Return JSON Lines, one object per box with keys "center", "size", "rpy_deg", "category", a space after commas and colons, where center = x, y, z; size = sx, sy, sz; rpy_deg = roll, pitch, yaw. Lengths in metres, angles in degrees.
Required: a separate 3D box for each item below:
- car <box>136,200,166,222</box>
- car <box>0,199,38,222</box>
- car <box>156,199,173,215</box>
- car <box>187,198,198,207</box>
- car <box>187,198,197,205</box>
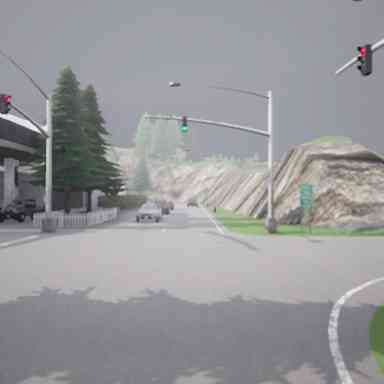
{"center": [-3.594, 1.718, 28.467], "size": [1.812, 1.442, 4.674], "rpy_deg": [0, 0, 0], "category": "car"}
{"center": [-14.527, 1.503, 27.994], "size": [1.905, 1.878, 3.866], "rpy_deg": [0, 0, -1], "category": "car"}
{"center": [-3.590, 1.605, 37.425], "size": [2.097, 1.767, 4.553], "rpy_deg": [0, 0, 0], "category": "car"}
{"center": [0.104, 1.944, 58.816], "size": [2.033, 1.411, 5.357], "rpy_deg": [0, 0, 0], "category": "car"}
{"center": [-0.010, 1.992, 69.065], "size": [1.812, 1.442, 4.674], "rpy_deg": [0, 0, -2], "category": "car"}
